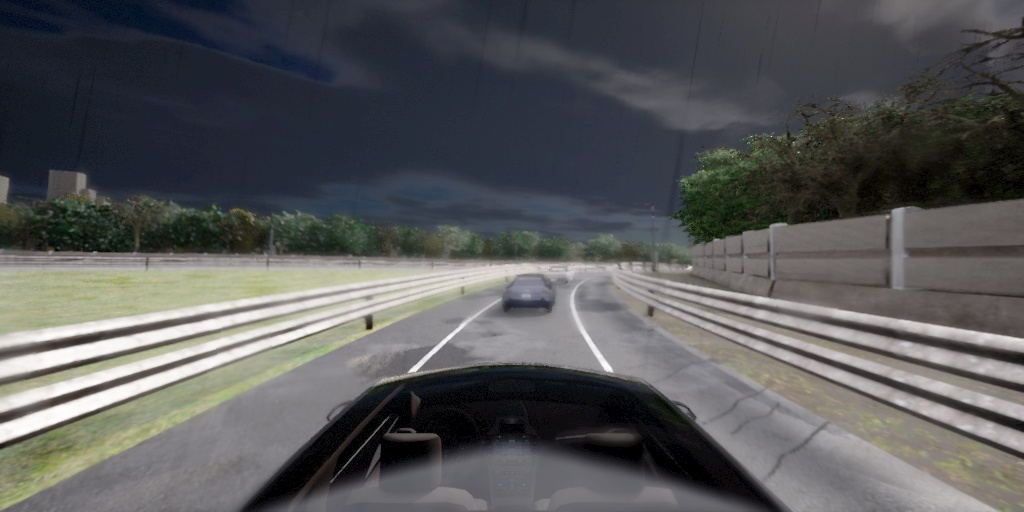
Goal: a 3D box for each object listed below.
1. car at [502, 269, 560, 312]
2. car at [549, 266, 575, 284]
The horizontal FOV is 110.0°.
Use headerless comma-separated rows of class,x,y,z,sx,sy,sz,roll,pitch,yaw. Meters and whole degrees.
car,0.828,1.430,15.006,1.994,1.385,4.181,0,0,9
car,3.928,1.499,29.154,1.895,1.301,4.718,-1,0,18
